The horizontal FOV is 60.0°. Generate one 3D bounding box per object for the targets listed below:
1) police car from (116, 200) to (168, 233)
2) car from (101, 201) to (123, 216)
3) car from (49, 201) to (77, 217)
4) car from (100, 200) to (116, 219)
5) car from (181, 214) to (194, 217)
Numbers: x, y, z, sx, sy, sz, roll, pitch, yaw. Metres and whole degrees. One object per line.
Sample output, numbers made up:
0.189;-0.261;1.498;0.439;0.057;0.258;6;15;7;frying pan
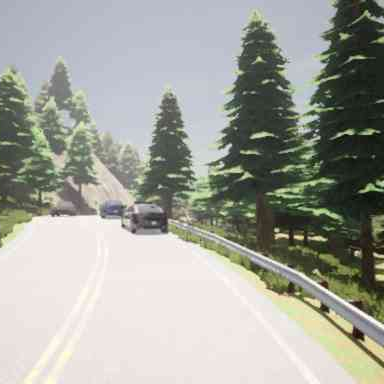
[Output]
-2.885;1.358;19.382;1.930;1.638;5.238;1;0;-21;police car
-8.083;1.677;33.819;1.812;1.442;4.674;0;-3;-9;car
-11.527;1.523;30.095;2.033;1.411;5.357;1;-2;-14;car
-6.746;1.413;28.376;1.882;1.535;5.008;1;-1;-18;car
-0.628;5.592;65.580;2.150;2.045;5.566;-2;-9;26;car
